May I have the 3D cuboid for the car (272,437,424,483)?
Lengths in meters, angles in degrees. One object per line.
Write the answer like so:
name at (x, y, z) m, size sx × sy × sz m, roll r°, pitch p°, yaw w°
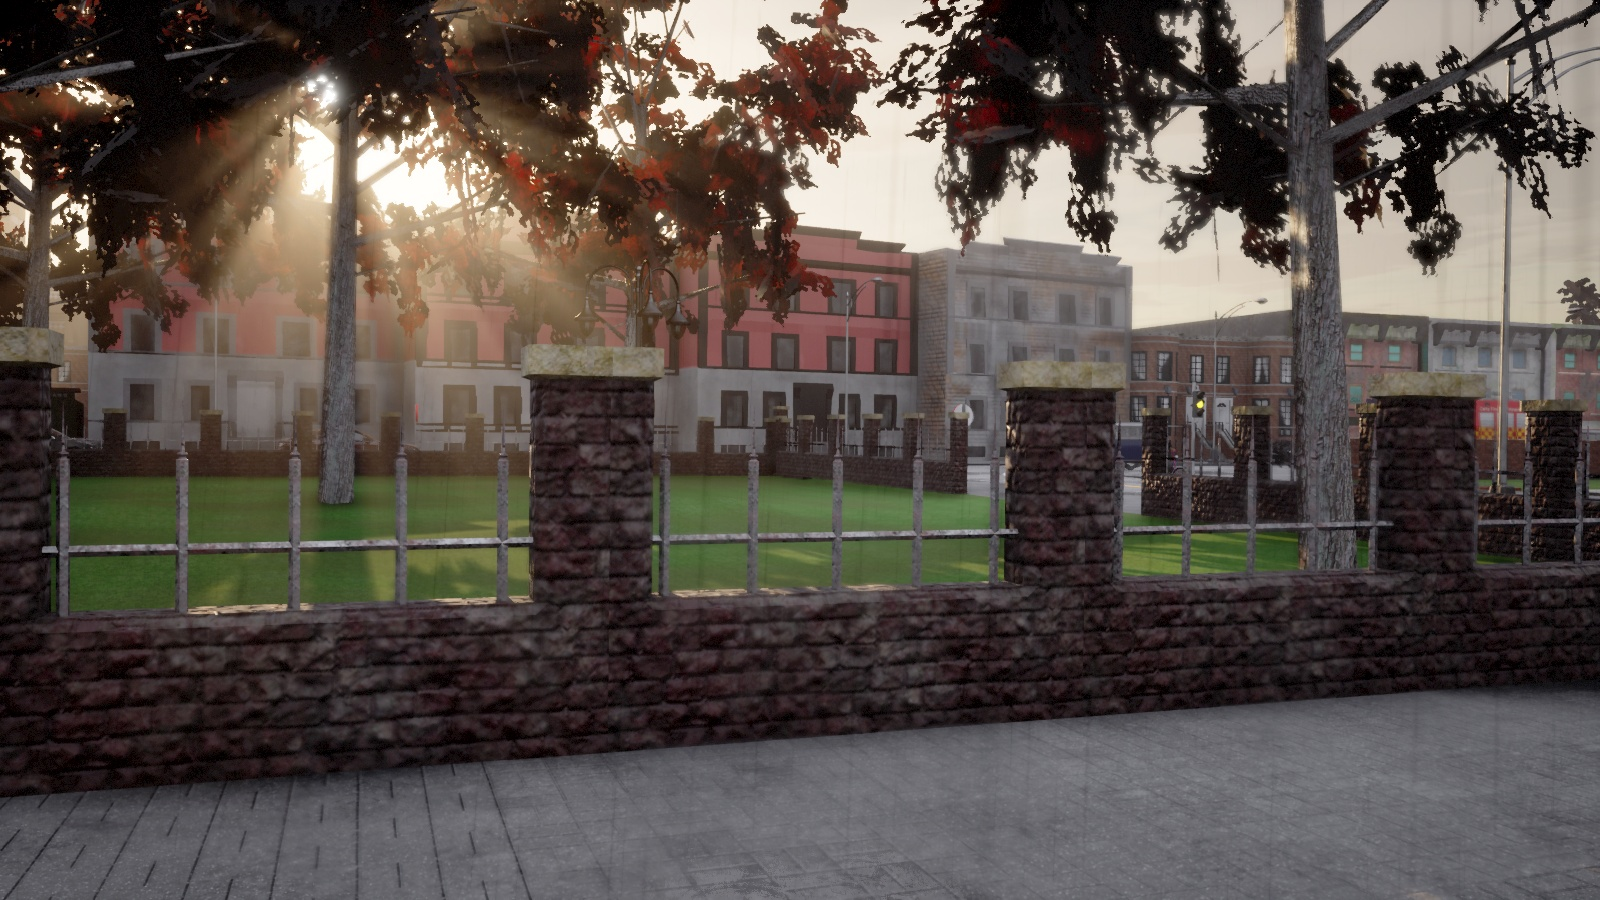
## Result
car at (-15.118, 0.301, 42.160) m, size 4.674 × 1.442 × 1.812 m, roll -1°, pitch 1°, yaw -19°

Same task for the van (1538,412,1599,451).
van at (41.292, -0.970, 66.074) m, size 4.442 × 1.987 × 1.775 m, roll -1°, pitch 1°, yaw -19°

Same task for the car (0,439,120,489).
car at (-24.059, 0.428, 39.022) m, size 4.892 × 1.490 × 1.837 m, roll -1°, pitch 1°, yaw -19°

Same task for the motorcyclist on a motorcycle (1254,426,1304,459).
motorcyclist on a motorcycle at (22.729, -0.382, 59.617) m, size 2.191 × 1.530 × 0.866 m, roll -1°, pitch 1°, yaw -19°

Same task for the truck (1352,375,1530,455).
truck at (32.092, -1.736, 62.869) m, size 8.468 × 3.827 × 2.891 m, roll -1°, pitch 1°, yaw -19°

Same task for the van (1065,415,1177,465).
van at (13.313, -0.439, 52.018) m, size 4.442 × 1.987 × 1.775 m, roll -1°, pitch 1°, yaw -28°
